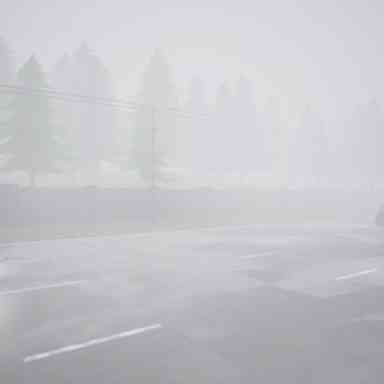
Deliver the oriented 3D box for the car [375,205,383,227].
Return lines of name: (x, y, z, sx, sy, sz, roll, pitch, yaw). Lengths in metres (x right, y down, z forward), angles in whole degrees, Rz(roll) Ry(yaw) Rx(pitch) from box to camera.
car: (14.315, 1.432, 22.286, 4.553, 1.767, 2.097, 0, 0, -35)
